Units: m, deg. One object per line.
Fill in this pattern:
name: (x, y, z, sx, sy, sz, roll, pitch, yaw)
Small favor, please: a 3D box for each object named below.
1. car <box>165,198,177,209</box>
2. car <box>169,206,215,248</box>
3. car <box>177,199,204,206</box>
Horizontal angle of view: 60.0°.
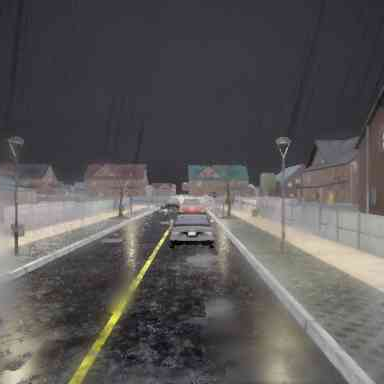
car: (-2.750, 1.589, 47.240, 1.882, 1.535, 5.008, 0, 0, 0)
car: (0.000, 1.567, 14.652, 2.033, 1.411, 5.357, 0, 0, 0)
car: (0.000, 1.403, 29.622, 2.097, 1.767, 4.553, 0, 0, 0)
